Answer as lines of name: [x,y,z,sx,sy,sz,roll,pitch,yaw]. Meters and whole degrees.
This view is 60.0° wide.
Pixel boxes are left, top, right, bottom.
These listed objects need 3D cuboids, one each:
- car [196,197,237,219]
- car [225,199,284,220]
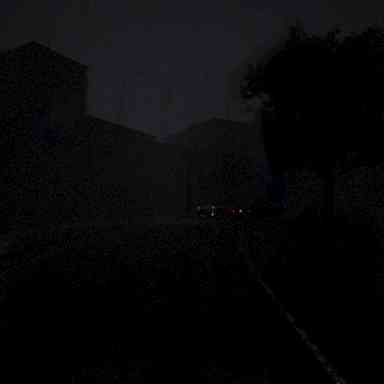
car: [2.339,1.277,27.795,2.097,1.767,4.553,-2,0,42]
car: [5.171,1.377,25.855,2.033,1.411,5.357,-2,0,42]
